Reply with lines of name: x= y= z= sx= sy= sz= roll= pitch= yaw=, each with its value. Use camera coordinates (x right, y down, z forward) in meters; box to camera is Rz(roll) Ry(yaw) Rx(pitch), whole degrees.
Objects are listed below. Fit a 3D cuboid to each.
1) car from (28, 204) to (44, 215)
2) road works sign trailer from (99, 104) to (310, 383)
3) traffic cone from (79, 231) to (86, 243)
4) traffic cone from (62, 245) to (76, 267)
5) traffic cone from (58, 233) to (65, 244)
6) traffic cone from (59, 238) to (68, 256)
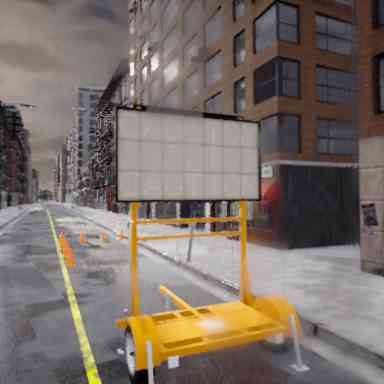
car: x=-21.600 y=2.410 z=46.269 sx=1.812 sy=1.442 sz=4.674 roll=0 pitch=-1 yaw=-24
road works sign trailer: x=-0.060 y=0.550 z=5.217 sx=2.380 sy=3.560 sz=2.880 roll=0 pitch=-1 yaw=-24
traffic cone: x=-5.585 y=2.262 z=16.959 sx=0.340 sy=0.580 sz=0.340 roll=0 pitch=-1 yaw=-24
traffic cone: x=-4.061 y=2.157 z=11.071 sx=0.340 sy=0.580 sz=0.340 roll=0 pitch=-1 yaw=-24
traffic cone: x=-5.686 y=2.225 z=14.725 sx=0.340 sy=0.580 sz=0.340 roll=0 pitch=-1 yaw=-24
traffic cone: x=-4.874 y=2.191 z=12.898 sx=0.340 sy=0.580 sz=0.340 roll=0 pitch=-1 yaw=-24
